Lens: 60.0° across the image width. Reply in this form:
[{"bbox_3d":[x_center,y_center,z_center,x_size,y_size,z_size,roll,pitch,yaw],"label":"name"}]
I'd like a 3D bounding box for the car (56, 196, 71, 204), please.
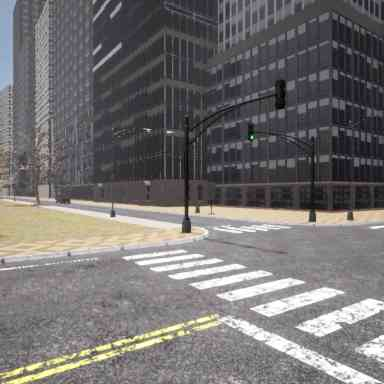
[{"bbox_3d":[-24.706,1.511,63.747,1.837,1.490,4.892,0,0,-35],"label":"car"}]
